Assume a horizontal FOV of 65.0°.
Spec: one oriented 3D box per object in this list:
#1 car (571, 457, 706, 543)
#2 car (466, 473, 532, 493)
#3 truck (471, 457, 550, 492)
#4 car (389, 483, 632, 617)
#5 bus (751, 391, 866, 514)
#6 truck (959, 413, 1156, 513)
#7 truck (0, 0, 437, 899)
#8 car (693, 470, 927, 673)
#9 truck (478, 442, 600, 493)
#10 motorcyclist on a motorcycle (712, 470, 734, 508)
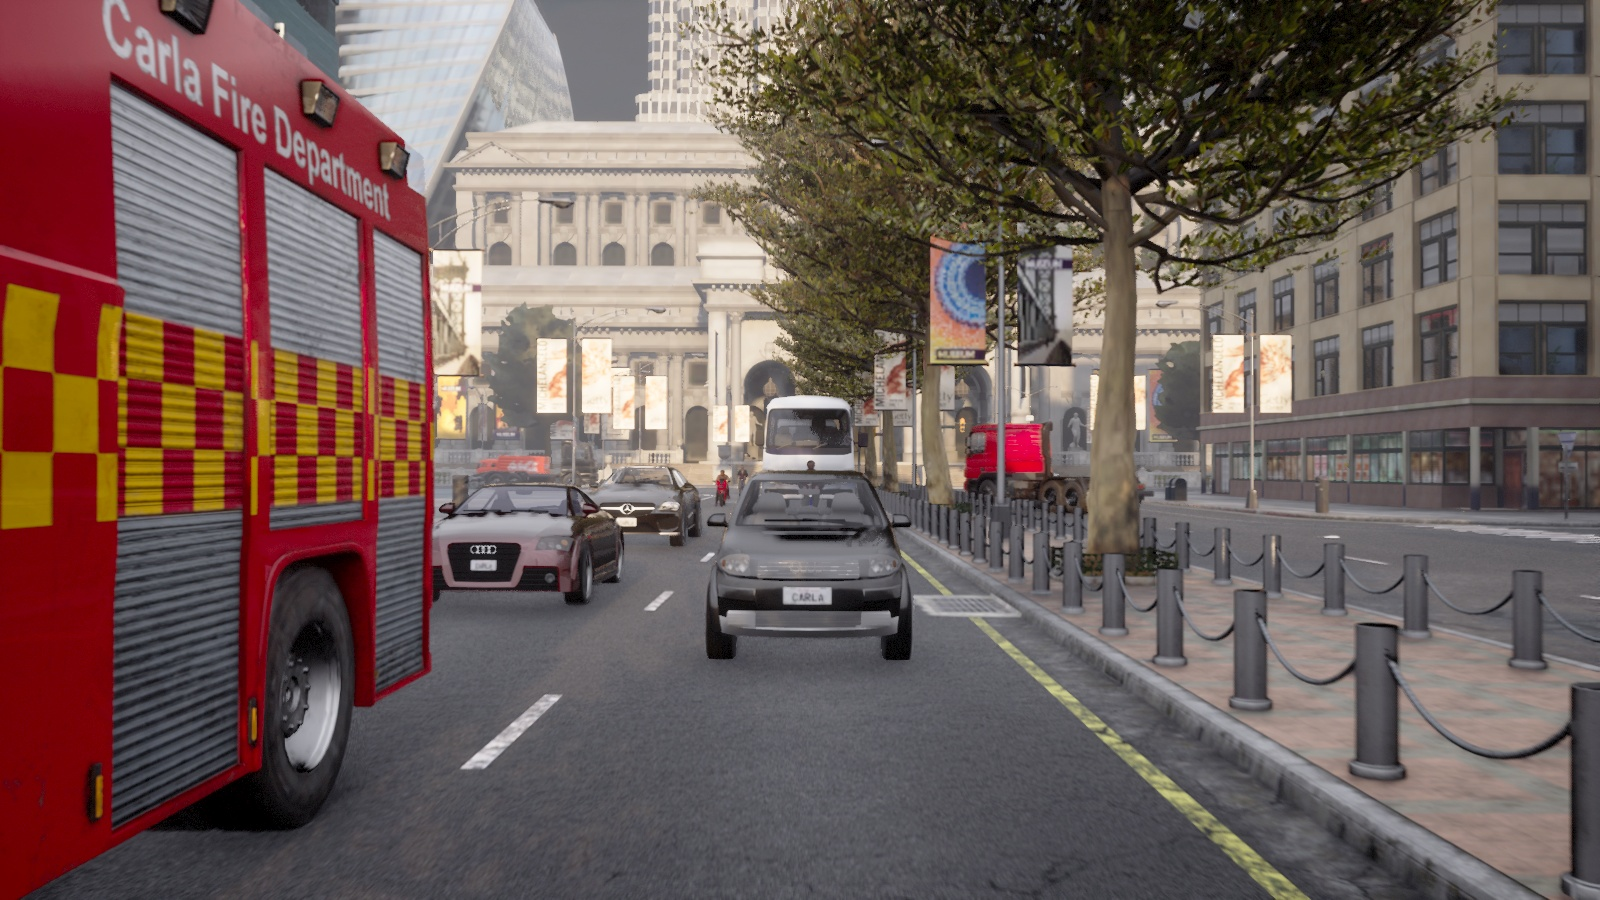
[{"bbox_3d":[-3.313,1.007,26.784,2.152,1.651,5.027,0,-1,1],"label":"car"},{"bbox_3d":[-21.380,2.307,89.305,4.181,1.385,1.994,0,-1,1],"label":"car"},{"bbox_3d":[-21.352,1.816,92.813,5.204,2.467,2.627,0,-1,1],"label":"truck"},{"bbox_3d":[-3.388,1.124,15.560,1.994,1.385,4.181,0,-1,1],"label":"car"},{"bbox_3d":[0.319,0.161,48.408,3.944,4.253,10.273,0,-1,0],"label":"bus"},{"bbox_3d":[9.524,0.504,47.531,2.891,3.462,7.936,0,-1,-28],"label":"truck"},{"bbox_3d":[-3.475,-0.299,2.798,2.891,3.827,8.468,0,-1,0],"label":"truck"},{"bbox_3d":[0.087,0.963,11.503,1.789,1.549,3.705,0,-1,0],"label":"car"},{"bbox_3d":[-17.827,1.196,86.106,7.936,3.462,2.891,0,-1,-6],"label":"truck"},{"bbox_3d":[-3.158,1.584,51.605,0.797,1.523,2.044,0,-1,0],"label":"motorcyclist on a motorcycle"}]
